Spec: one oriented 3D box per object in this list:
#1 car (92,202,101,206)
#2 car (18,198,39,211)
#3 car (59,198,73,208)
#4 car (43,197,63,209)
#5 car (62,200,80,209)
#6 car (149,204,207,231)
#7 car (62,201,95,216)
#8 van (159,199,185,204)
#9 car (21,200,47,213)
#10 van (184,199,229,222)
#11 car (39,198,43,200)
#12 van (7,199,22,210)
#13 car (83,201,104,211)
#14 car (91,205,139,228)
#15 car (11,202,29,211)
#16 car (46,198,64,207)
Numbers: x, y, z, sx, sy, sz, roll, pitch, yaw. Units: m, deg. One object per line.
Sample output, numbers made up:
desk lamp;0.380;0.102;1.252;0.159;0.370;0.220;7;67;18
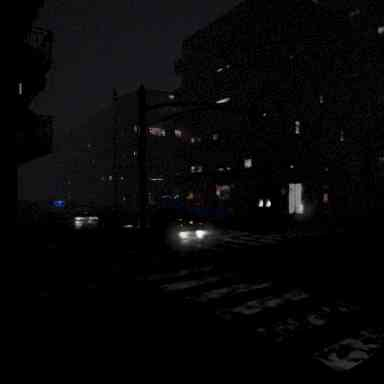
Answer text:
car;-7.120;1.879;30.366;1.994;1.385;4.181;-1;0;-37
car;-25.248;2.138;50.664;1.967;1.590;4.097;-2;0;-36
car;-17.974;2.081;50.512;2.128;1.511;4.902;-1;0;-36
car;-23.964;1.947;58.644;2.150;2.045;5.566;-1;0;-36
car;-21.928;2.229;60.238;1.752;1.417;4.829;-2;0;-36
car;-1.223;1.747;22.346;1.994;1.385;4.181;-1;0;-36
car;-13.056;2.049;38.447;1.895;1.301;4.718;-1;0;-36
van;-1.910;1.595;33.031;1.690;1.788;3.998;-2;0;-36
car;-21.925;2.205;46.153;1.802;1.307;4.206;-2;0;-36
van;1.410;1.521;28.519;1.690;1.788;3.998;-2;0;-36
car;-35.113;2.316;78.147;2.192;1.841;5.009;-2;0;-36
van;-31.891;2.188;59.687;1.690;1.788;3.998;-2;0;-36
car;-15.185;2.134;51.078;1.802;1.307;4.206;-2;0;-36
car;-5.323;1.832;23.594;1.802;1.307;4.206;-2;0;-36
car;-28.565;2.323;55.176;2.008;1.369;4.403;-2;0;-36
car;-28.473;2.166;69.124;2.192;1.841;5.009;-2;0;-36
